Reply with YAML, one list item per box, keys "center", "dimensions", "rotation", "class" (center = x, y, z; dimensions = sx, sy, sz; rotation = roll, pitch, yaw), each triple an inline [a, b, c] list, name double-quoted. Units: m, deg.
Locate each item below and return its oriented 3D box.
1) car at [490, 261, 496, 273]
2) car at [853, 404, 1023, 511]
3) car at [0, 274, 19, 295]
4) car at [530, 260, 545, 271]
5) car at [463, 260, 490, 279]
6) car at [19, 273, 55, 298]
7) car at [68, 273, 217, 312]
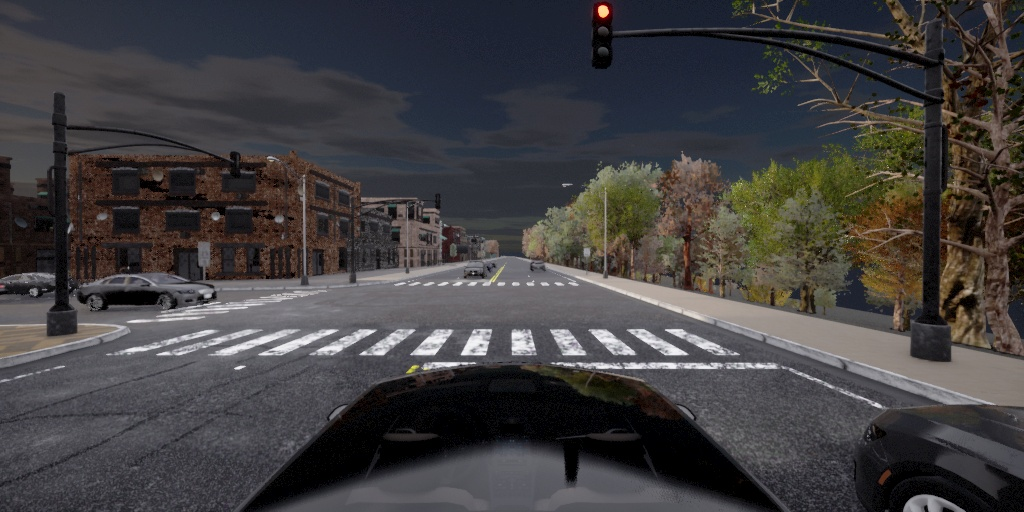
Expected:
- center: [-3.326, 1.346, 42.992]
  dimensions: [1.895, 1.301, 4.718]
  rotation: [0, 0, 0]
  class: "car"
- center: [3.348, 1.255, 0.518]
  dimensions: [1.837, 1.490, 4.892]
  rotation: [0, 0, 0]
  class: "car"
- center: [-29.443, 1.713, 18.320]
  dimensions: [5.357, 1.411, 2.033]
  rotation: [-1, 1, -1]
  class: "car"
- center: [3.369, 1.236, 48.096]
  dimensions: [2.128, 1.511, 4.902]
  rotation: [0, 0, 0]
  class: "car"
- center: [-3.316, 1.250, 33.070]
  dimensions: [1.837, 1.490, 4.892]
  rotation: [0, 0, 0]
  class: "car"
- center: [-28.288, 1.671, 21.060]
  dimensions: [4.403, 1.370, 2.007]
  rotation: [0, 0, -1]
  class: "car"
- center: [-15.413, 1.472, 15.315]
  dimensions: [4.902, 1.511, 2.128]
  rotation: [-1, 0, 1]
  class: "car"
